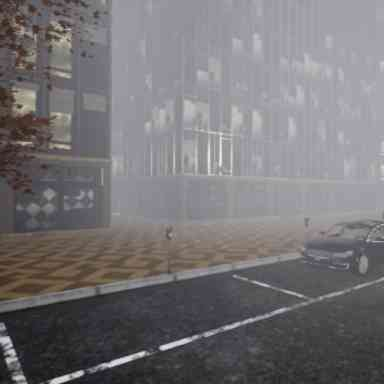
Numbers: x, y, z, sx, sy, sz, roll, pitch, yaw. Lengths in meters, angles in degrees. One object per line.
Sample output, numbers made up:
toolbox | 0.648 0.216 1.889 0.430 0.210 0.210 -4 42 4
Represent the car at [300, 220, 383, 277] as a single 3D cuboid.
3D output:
car | 5.157 1.568 10.235 4.403 1.369 2.008 0 0 -36
